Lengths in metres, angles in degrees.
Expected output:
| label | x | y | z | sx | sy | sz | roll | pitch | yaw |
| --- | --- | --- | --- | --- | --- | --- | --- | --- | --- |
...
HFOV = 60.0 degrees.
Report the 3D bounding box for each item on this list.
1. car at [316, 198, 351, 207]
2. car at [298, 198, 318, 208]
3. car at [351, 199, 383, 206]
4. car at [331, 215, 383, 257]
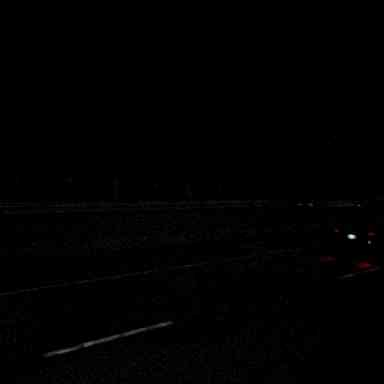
| label | x | y | z | sx | sy | sz | roll | pitch | yaw |
| --- | --- | --- | --- | --- | --- | --- | --- | --- | --- |
| car | 16.285 | 1.678 | 37.097 | 4.674 | 1.442 | 1.812 | 0 | 0 | -35 |
| car | 15.014 | 1.510 | 40.487 | 4.553 | 1.767 | 2.097 | 0 | 0 | -35 |
| car | 19.128 | 1.510 | 34.824 | 4.553 | 1.767 | 2.097 | 0 | 0 | -35 |
| car | 7.510 | 1.625 | 13.403 | 4.181 | 1.385 | 1.994 | 0 | 0 | -36 |
